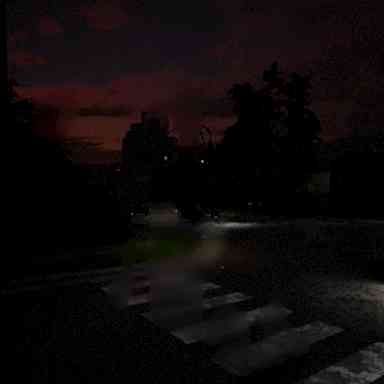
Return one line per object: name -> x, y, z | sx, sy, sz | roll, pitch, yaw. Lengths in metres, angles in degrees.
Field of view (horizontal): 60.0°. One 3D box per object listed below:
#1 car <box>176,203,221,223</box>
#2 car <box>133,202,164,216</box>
car -> 0.490, 1.777, 28.637 | 1.837, 1.490, 4.892 | 0, 0, -36
car -> -4.824, 1.799, 36.057 | 1.812, 1.442, 4.674 | 0, 0, -36
